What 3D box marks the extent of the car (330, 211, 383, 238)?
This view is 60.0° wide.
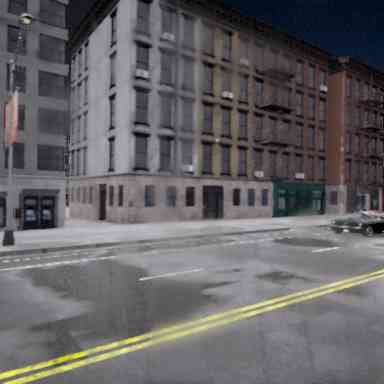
[{"bbox_3d":[9.857,1.744,18.704,4.718,1.301,1.895,1,0,-35],"label":"car"}]
